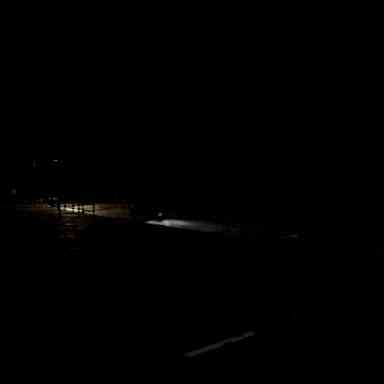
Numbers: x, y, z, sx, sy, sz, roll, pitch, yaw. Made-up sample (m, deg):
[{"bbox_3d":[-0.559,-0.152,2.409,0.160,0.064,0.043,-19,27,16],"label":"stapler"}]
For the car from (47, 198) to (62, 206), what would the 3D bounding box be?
[{"bbox_3d":[-24.419,1.693,58.807,1.895,1.301,4.718,-2,1,-35],"label":"car"}]

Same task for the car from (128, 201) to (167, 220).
[{"bbox_3d":[-4.055,1.612,29.756,2.128,1.511,4.902,-2,1,-35],"label":"car"}]
